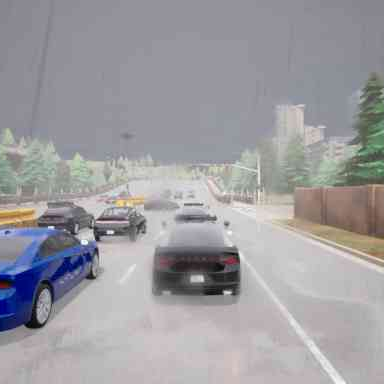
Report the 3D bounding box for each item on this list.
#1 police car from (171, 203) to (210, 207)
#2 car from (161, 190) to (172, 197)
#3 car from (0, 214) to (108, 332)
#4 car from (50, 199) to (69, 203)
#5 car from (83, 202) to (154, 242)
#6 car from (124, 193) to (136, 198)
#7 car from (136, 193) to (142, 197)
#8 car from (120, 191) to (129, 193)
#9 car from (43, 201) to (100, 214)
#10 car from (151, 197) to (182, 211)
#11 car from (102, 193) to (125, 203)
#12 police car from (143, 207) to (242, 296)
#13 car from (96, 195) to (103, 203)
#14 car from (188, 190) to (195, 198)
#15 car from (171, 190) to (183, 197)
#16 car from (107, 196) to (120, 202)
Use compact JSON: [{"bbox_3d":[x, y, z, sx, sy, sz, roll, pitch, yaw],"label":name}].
[{"bbox_3d":[0.092,1.425,18.723,1.930,1.638,5.238,0,0,0],"label":"police car"},{"bbox_3d":[-7.138,1.071,88.486,1.994,1.385,4.181,0,4,0],"label":"car"},{"bbox_3d":[-3.403,1.478,6.974,1.882,1.535,5.008,0,0,0],"label":"car"},{"bbox_3d":[-17.615,1.601,44.383,1.895,1.301,4.718,0,0,0],"label":"car"},{"bbox_3d":[-3.415,1.492,16.480,2.128,1.511,4.902,0,0,1],"label":"car"},{"bbox_3d":[-14.044,1.477,72.443,1.882,1.535,5.008,0,0,0],"label":"car"},{"bbox_3d":[-14.126,1.102,86.551,1.882,1.535,5.008,0,2,0],"label":"car"},{"bbox_3d":[-17.626,0.851,86.491,2.150,2.045,5.566,0,2,0],"label":"car"},{"bbox_3d":[-6.906,1.505,18.682,1.837,1.490,4.892,0,0,0],"label":"car"},{"bbox_3d":[-3.503,1.564,38.862,4.181,1.385,1.994,0,0,24],"label":"car"},{"bbox_3d":[-14.087,1.491,60.411,2.128,1.511,4.902,0,0,0],"label":"car"},{"bbox_3d":[0.097,1.425,8.820,1.930,1.638,5.238,0,0,0],"label":"police car"},{"bbox_3d":[-17.536,1.351,65.833,2.097,1.767,4.553,0,0,0],"label":"car"},{"bbox_3d":[-0.154,0.931,91.272,1.895,1.301,4.718,0,4,0],"label":"car"},{"bbox_3d":[-3.635,0.903,88.063,2.097,1.767,4.553,0,3,0],"label":"car"},{"bbox_3d":[-17.557,1.534,74.622,1.994,1.385,4.181,0,0,0],"label":"car"}]
